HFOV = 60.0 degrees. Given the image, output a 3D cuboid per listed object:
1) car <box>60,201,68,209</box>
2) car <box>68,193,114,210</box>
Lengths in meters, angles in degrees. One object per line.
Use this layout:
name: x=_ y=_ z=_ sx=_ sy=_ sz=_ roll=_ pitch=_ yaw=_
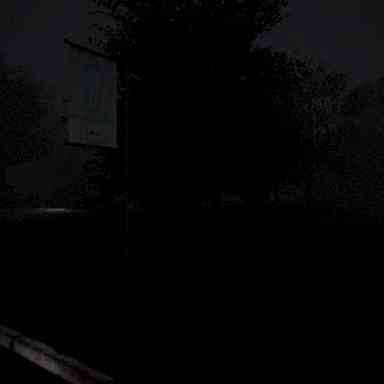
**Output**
car: x=-15.595 y=1.481 z=45.452 sx=1.837 sy=1.490 sz=4.892 roll=0 pitch=0 yaw=38
car: x=-12.773 y=1.198 z=43.368 sx=2.150 sy=2.045 sz=5.566 roll=0 pitch=0 yaw=38
